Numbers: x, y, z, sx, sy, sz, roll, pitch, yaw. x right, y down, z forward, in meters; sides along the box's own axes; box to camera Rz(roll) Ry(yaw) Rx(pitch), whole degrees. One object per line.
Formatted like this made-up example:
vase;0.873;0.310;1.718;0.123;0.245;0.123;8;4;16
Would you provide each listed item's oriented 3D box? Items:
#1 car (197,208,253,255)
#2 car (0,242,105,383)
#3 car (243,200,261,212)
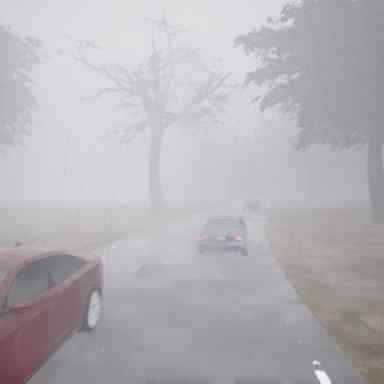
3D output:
car;1.395;1.630;13.785;2.033;1.411;5.357;0;0;9
car;-2.641;1.511;4.131;1.882;1.535;5.008;0;0;4
car;7.021;1.553;38.874;1.895;1.301;4.718;0;0;13
